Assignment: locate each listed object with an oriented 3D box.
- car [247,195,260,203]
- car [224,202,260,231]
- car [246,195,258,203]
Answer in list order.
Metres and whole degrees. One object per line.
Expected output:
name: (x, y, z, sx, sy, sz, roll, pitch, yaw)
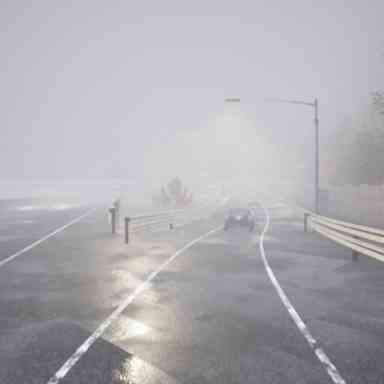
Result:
car: (10.056, 1.721, 54.415, 1.812, 1.442, 4.674, 0, 2, 9)
car: (3.748, 1.901, 25.123, 2.097, 1.767, 4.553, 0, -1, 14)
car: (11.576, 1.309, 64.440, 1.895, 1.301, 4.718, 0, 3, 7)
